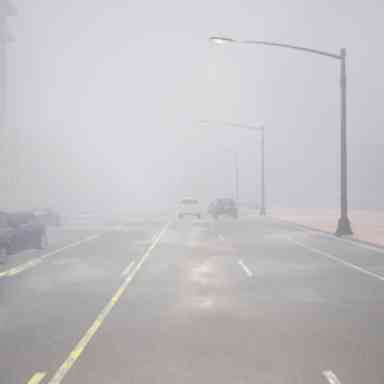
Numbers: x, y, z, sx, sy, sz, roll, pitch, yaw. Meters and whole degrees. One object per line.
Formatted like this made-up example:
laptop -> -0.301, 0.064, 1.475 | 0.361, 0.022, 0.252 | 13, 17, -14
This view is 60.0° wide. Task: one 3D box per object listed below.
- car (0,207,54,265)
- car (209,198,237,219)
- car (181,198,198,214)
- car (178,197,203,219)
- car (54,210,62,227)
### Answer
car -> -7.196, 1.512, 12.260 | 2.097, 1.767, 4.553 | 0, -1, 0
car -> 3.275, 1.655, 34.071 | 2.150, 2.045, 5.566 | 0, -1, -1
car -> -0.341, 1.802, 45.538 | 2.150, 2.045, 5.566 | 0, -1, 0
car -> -0.233, 1.667, 34.947 | 2.150, 2.045, 5.566 | 0, -1, -1
car -> -10.728, 1.830, 23.457 | 1.812, 1.442, 4.674 | 0, -1, 0
